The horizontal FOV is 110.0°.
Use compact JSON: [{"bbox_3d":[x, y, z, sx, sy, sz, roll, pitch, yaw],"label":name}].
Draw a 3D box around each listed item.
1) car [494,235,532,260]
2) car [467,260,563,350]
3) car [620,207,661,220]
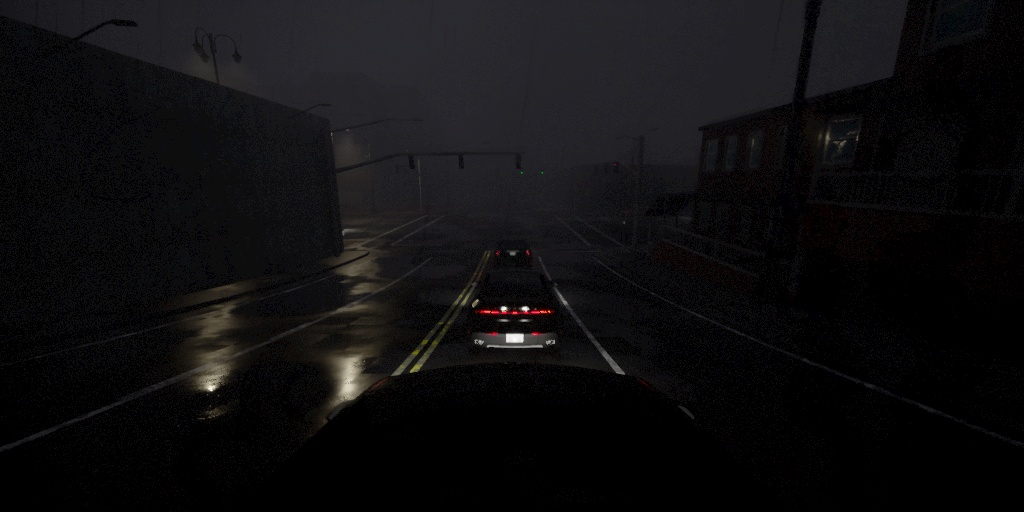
[{"bbox_3d":[0.074,-0.440,21.067,2.097,1.767,4.553,0,9,1],"label":"car"},{"bbox_3d":[0.066,1.051,8.547,1.837,1.490,4.892,0,3,0],"label":"car"},{"bbox_3d":[16.479,-5.543,45.996,5.008,1.535,1.882,0,12,0],"label":"car"}]
